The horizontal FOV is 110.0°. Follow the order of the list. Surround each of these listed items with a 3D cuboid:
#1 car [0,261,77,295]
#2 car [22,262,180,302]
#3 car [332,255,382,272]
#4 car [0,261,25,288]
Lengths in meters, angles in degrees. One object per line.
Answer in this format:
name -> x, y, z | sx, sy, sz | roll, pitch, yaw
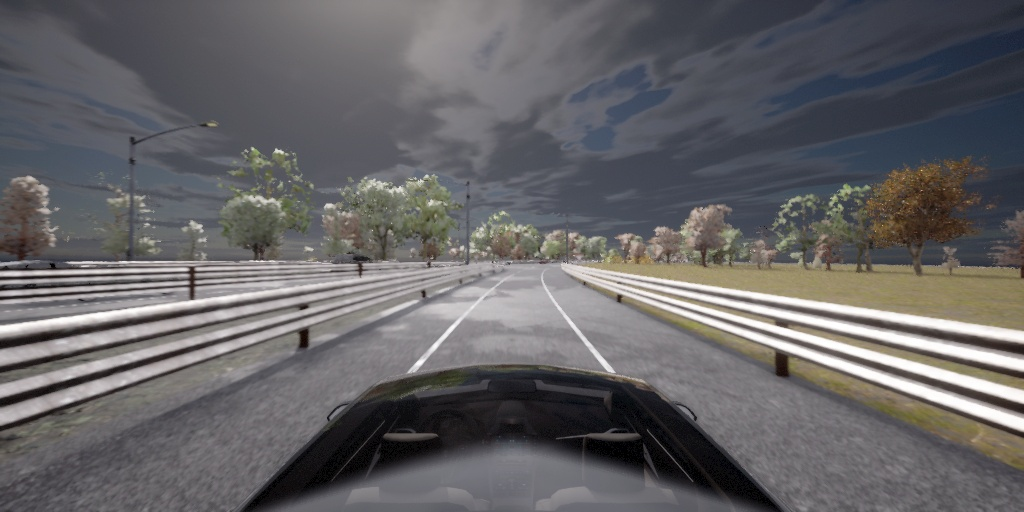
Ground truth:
car -> -23.448, 0.973, 15.971 | 1.837, 1.490, 4.892 | 0, -1, 11
car -> -16.499, 1.051, 15.017 | 1.994, 1.385, 4.181 | 0, -1, 11
car -> -15.545, 0.893, 36.061 | 2.150, 2.045, 5.566 | 0, -1, 13
car -> -19.975, 0.981, 15.497 | 1.837, 1.490, 4.892 | 0, -1, 11
